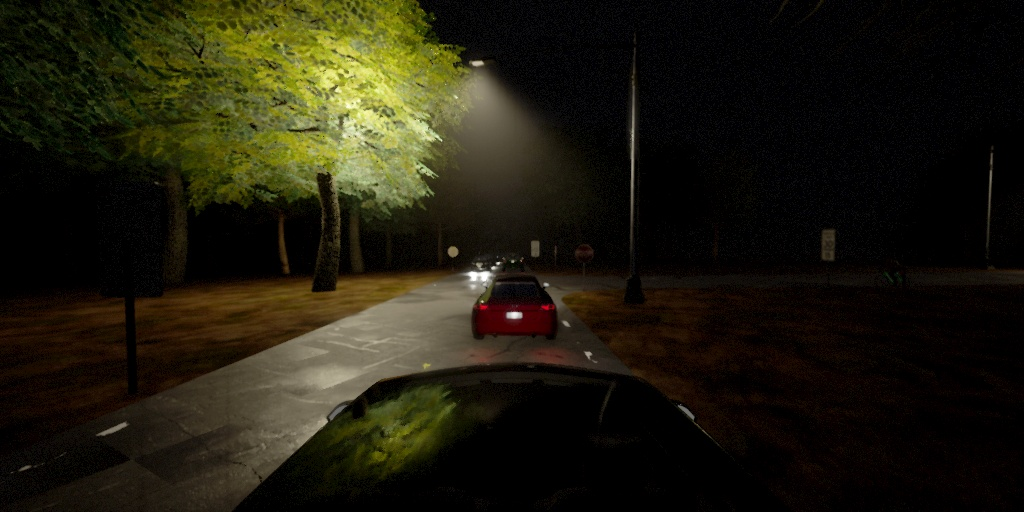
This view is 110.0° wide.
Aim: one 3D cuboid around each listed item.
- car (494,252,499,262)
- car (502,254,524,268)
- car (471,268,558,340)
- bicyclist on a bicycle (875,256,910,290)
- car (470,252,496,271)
[{"bbox_3d":[-3.090,0.493,46.813,1.882,1.535,5.008,0,1,0],"label":"car"},{"bbox_3d":[0.100,0.550,36.586,2.097,1.767,4.553,0,1,0],"label":"car"},{"bbox_3d":[0.088,1.198,9.626,1.994,1.385,4.181,0,1,1],"label":"car"},{"bbox_3d":[18.545,0.818,17.509,0.582,1.620,1.656,-1,0,0],"label":"bicyclist on a bicycle"},{"bbox_3d":[-3.089,0.685,36.477,2.128,1.511,4.902,1,1,0],"label":"car"}]
